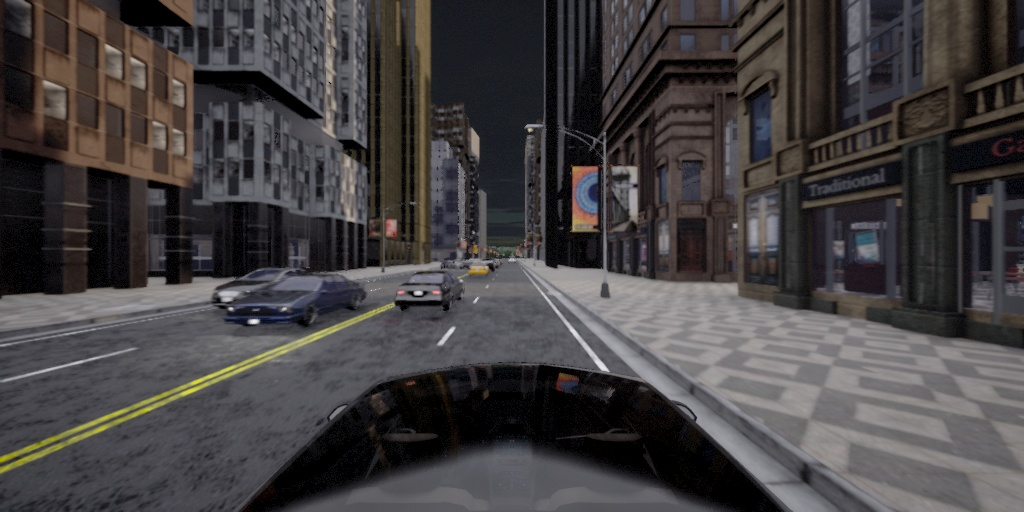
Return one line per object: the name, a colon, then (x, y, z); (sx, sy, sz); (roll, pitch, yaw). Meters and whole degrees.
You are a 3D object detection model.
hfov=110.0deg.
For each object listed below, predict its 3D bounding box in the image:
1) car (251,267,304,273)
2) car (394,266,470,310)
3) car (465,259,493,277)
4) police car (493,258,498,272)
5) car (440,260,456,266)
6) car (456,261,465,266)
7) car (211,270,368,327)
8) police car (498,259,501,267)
car: (-9.848, 1.242, 14.852); (2.128, 1.511, 4.902); (0, 0, 0)
car: (-3.147, 1.298, 14.559); (2.033, 1.411, 5.357); (0, 0, 0)
car: (-3.246, 1.222, 35.958); (1.801, 1.575, 5.366); (0, 0, 0)
police car: (-3.244, 1.201, 46.878); (1.930, 1.638, 5.238); (0, 0, 0)
car: (-9.804, 1.346, 55.382); (1.994, 1.385, 4.181); (0, 0, 1)
car: (-6.556, 1.344, 52.863); (1.994, 1.385, 4.181); (0, 0, 0)
car: (-6.601, 1.298, 11.830); (2.033, 1.411, 5.357); (0, 0, 0)
police car: (-3.243, 1.290, 57.769); (2.038, 1.542, 4.974); (0, 0, 0)
